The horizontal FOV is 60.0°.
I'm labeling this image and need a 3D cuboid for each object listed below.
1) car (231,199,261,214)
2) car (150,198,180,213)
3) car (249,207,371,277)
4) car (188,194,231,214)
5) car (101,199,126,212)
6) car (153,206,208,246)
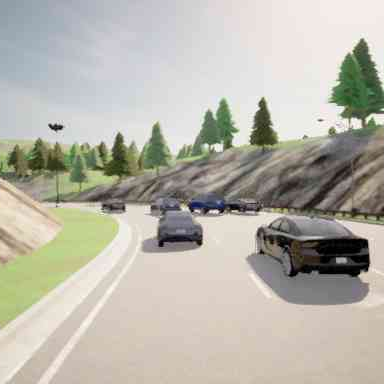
[{"bbox_3d":[5.193,1.420,34.490,2.128,1.511,4.902,0,0,-22],"label":"car"},{"bbox_3d":[-2.820,1.367,34.262,2.097,1.767,4.553,-1,0,-24],"label":"car"},{"bbox_3d":[3.327,1.437,10.164,1.882,1.535,5.008,0,0,-3],"label":"car"},{"bbox_3d":[1.476,1.190,34.653,2.150,2.045,5.566,0,0,-24],"label":"car"},{"bbox_3d":[-9.408,1.576,39.531,2.128,1.511,4.902,0,0,-32],"label":"car"},{"bbox_3d":[-0.669,1.564,15.528,1.994,1.385,4.181,-1,0,-6],"label":"car"}]
